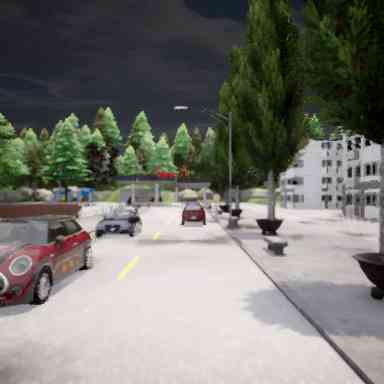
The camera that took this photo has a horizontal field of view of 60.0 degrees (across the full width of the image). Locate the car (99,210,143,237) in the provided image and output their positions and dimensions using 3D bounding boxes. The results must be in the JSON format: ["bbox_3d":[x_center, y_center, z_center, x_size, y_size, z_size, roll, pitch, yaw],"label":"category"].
[{"bbox_3d":[-4.040,1.741,19.035,1.994,1.385,4.181,0,-1,1],"label":"car"}]

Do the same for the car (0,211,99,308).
[{"bbox_3d":[-4.086,1.429,8.295,2.097,1.767,4.553,0,0,0],"label":"car"}]

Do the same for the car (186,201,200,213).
[{"bbox_3d":[0.140,1.936,44.286,1.812,1.442,4.674,0,0,0],"label":"car"}]

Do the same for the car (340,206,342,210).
[{"bbox_3d":[23.628,2.107,46.716,4.974,1.542,2.038,0,-1,30],"label":"car"}]

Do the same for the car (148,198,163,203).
[{"bbox_3d":[-8.966,2.169,81.780,3.633,1.501,1.845,0,-1,0],"label":"car"}]

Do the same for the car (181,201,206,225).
[{"bbox_3d":[0.134,1.726,26.713,1.882,1.535,5.008,0,0,0],"label":"car"}]
